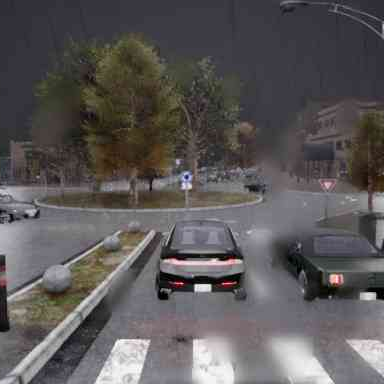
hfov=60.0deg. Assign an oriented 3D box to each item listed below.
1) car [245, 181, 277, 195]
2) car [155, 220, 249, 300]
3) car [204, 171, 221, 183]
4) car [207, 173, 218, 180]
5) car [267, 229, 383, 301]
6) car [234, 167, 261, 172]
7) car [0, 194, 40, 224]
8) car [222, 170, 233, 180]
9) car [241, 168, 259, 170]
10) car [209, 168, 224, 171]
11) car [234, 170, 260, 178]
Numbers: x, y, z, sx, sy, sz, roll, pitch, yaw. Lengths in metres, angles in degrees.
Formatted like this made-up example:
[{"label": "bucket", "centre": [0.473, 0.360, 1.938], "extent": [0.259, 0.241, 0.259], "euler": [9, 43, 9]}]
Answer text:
[{"label": "car", "centre": [8.238, -0.549, 40.399], "extent": [2.128, 1.511, 4.902], "euler": [-1, 4, -23]}, {"label": "car", "centre": [0.222, 1.455, 8.319], "extent": [2.128, 1.511, 4.902], "euler": [0, 1, 1]}, {"label": "car", "centre": [3.973, -2.779, 65.909], "extent": [2.097, 1.767, 4.553], "euler": [0, 5, 1]}, {"label": "car", "centre": [4.755, -3.498, 75.840], "extent": [1.994, 1.385, 4.181], "euler": [1, 5, 9]}, {"label": "car", "centre": [3.217, 1.568, 8.228], "extent": [1.895, 1.301, 4.718], "euler": [0, 1, 1]}, {"label": "car", "centre": [14.611, -4.964, 87.563], "extent": [5.566, 2.045, 2.435], "euler": [1, 6, 10]}, {"label": "car", "centre": [-11.304, 0.929, 19.955], "extent": [4.902, 1.511, 2.128], "euler": [3, 5, 26]}, {"label": "car", "centre": [7.850, -3.600, 76.274], "extent": [1.837, 1.490, 4.892], "euler": [1, 5, 9]}, {"label": "car", "centre": [13.688, -4.322, 82.176], "extent": [4.553, 1.767, 2.185], "euler": [1, 6, 10]}, {"label": "car", "centre": [6.206, -4.553, 84.866], "extent": [2.097, 1.767, 4.553], "euler": [1, 6, 10]}, {"label": "car", "centre": [13.185, -3.940, 79.491], "extent": [4.892, 1.521, 2.231], "euler": [1, 5, 10]}]
